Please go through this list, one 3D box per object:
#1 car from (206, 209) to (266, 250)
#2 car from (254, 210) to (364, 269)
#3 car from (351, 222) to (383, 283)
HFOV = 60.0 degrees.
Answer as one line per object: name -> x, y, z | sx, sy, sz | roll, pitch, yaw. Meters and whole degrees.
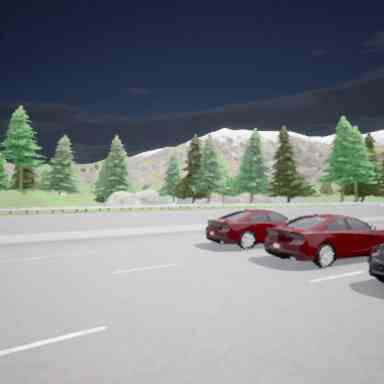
car -> 3.007, 1.464, 14.165 | 5.008, 1.535, 1.882 | 0, 0, -26
car -> 4.762, 1.464, 11.129 | 5.008, 1.535, 1.882 | 0, 0, -27
car -> 6.284, 1.513, 7.986 | 4.674, 1.442, 1.812 | 0, 0, -26
